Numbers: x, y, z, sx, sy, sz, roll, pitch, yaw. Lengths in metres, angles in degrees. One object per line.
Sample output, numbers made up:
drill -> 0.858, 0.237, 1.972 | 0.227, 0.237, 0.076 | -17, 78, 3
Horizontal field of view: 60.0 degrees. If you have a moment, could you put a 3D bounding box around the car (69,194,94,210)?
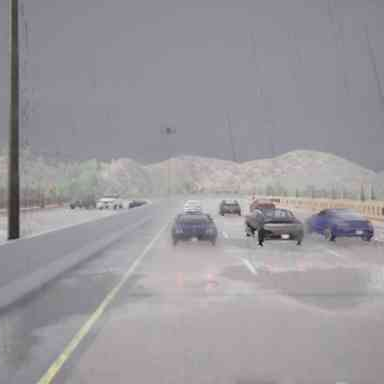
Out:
car -> -14.102, 1.231, 43.543 | 2.150, 2.045, 5.566 | 0, 0, 0

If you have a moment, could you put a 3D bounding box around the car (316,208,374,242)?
car -> 7.095, 1.530, 16.384 | 1.812, 1.442, 4.674 | 0, 0, 0

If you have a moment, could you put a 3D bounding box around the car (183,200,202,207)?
car -> 0.076, 1.533, 33.375 | 1.812, 1.442, 4.674 | 0, 0, 0

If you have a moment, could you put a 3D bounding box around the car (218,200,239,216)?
car -> 3.589, 1.499, 32.258 | 2.128, 1.511, 4.902 | 0, 0, 0

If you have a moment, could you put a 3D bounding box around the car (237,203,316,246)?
car -> 3.596, 1.495, 15.231 | 2.128, 1.511, 4.902 | 0, 0, 0

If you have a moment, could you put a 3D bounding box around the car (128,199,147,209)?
car -> -7.102, 1.610, 43.788 | 1.895, 1.301, 4.718 | 0, 0, 0

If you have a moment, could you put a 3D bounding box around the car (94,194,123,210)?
car -> -10.603, 1.231, 43.555 | 2.150, 2.045, 5.566 | 0, 0, 0

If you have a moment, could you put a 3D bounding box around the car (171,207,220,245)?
car -> 0.095, 1.604, 15.504 | 1.895, 1.301, 4.718 | 0, 0, 0

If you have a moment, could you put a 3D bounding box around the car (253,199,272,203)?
car -> 7.089, 1.485, 33.833 | 1.882, 1.535, 5.008 | 0, 0, 0
